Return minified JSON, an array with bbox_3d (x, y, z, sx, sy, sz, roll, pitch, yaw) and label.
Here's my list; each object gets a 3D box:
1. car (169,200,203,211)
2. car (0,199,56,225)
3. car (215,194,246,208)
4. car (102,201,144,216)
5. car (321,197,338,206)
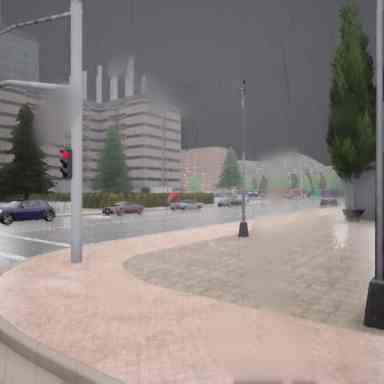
[{"bbox_3d":[-0.692,1.601,40.633,1.895,1.301,4.718,0,0,36],"label":"car"},{"bbox_3d":[-12.505,1.352,24.388,2.097,1.767,4.553,0,0,36],"label":"car"},{"bbox_3d":[5.551,1.500,49.154,1.837,1.490,4.892,0,1,37],"label":"car"},{"bbox_3d":[-6.662,1.564,32.439,1.994,1.385,4.181,0,0,36],"label":"car"},{"bbox_3d":[22.243,1.526,54.001,1.812,1.442,4.674,0,0,36],"label":"car"}]
